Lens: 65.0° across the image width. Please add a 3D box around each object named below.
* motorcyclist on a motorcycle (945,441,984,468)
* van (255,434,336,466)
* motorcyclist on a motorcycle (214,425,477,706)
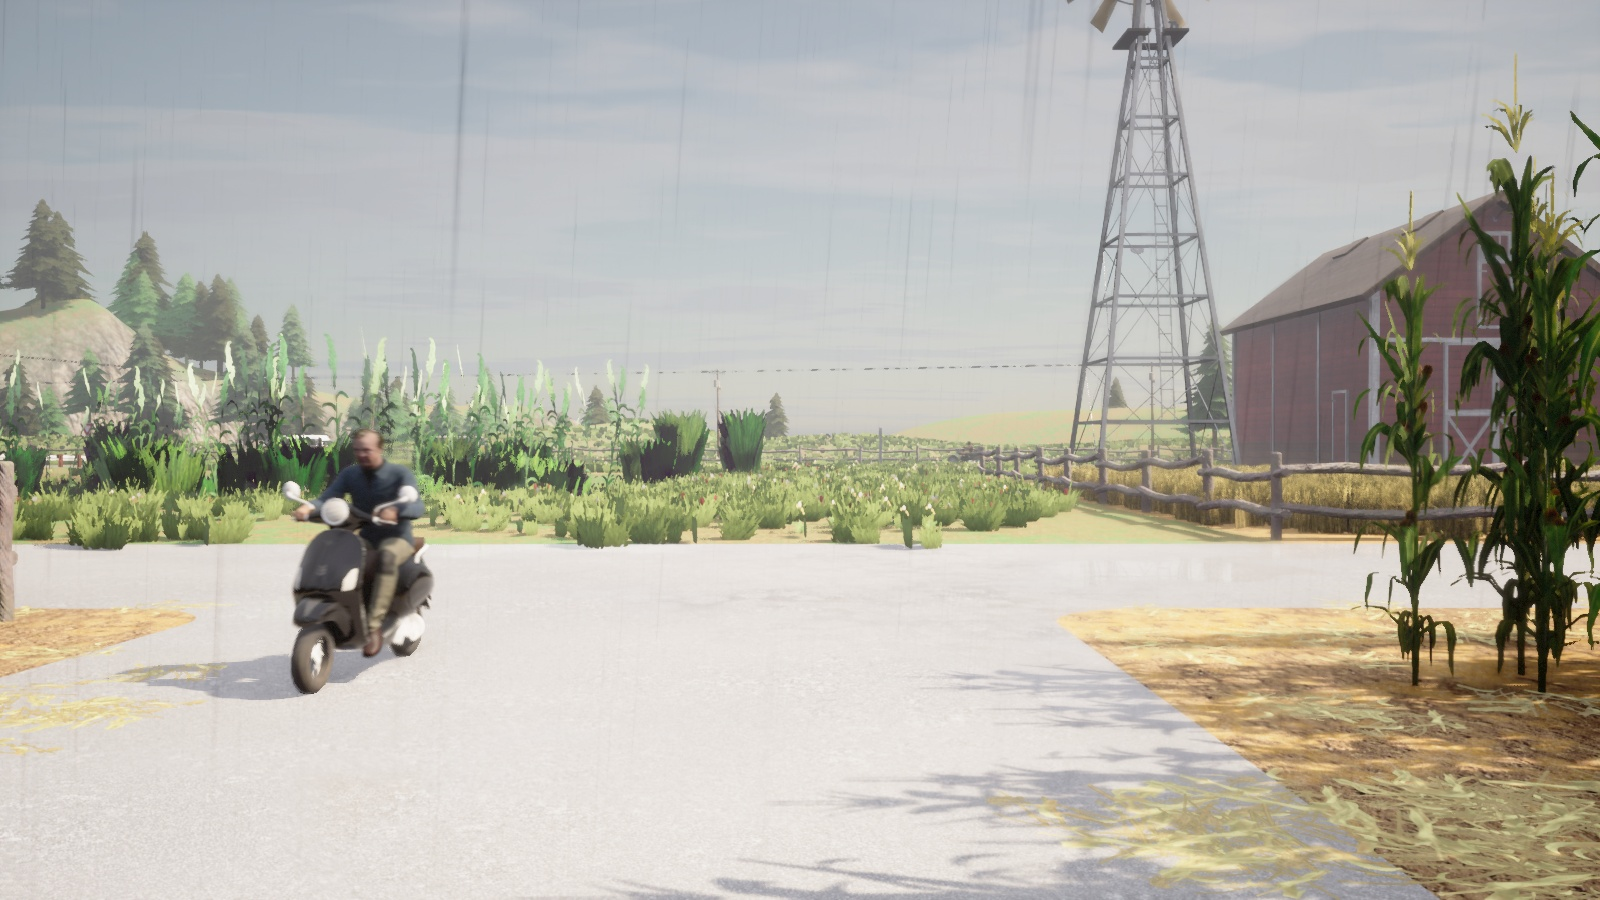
[{"bbox_3d":[10.113,0.268,77.348,2.350,1.649,0.766,0,0,6],"label":"motorcyclist on a motorcycle"},{"bbox_3d":[-32.819,-0.014,81.743,4.480,2.038,2.069,1,0,6],"label":"van"},{"bbox_3d":[-2.846,0.652,8.109,0.866,1.590,1.817,1,0,6],"label":"motorcyclist on a motorcycle"}]
